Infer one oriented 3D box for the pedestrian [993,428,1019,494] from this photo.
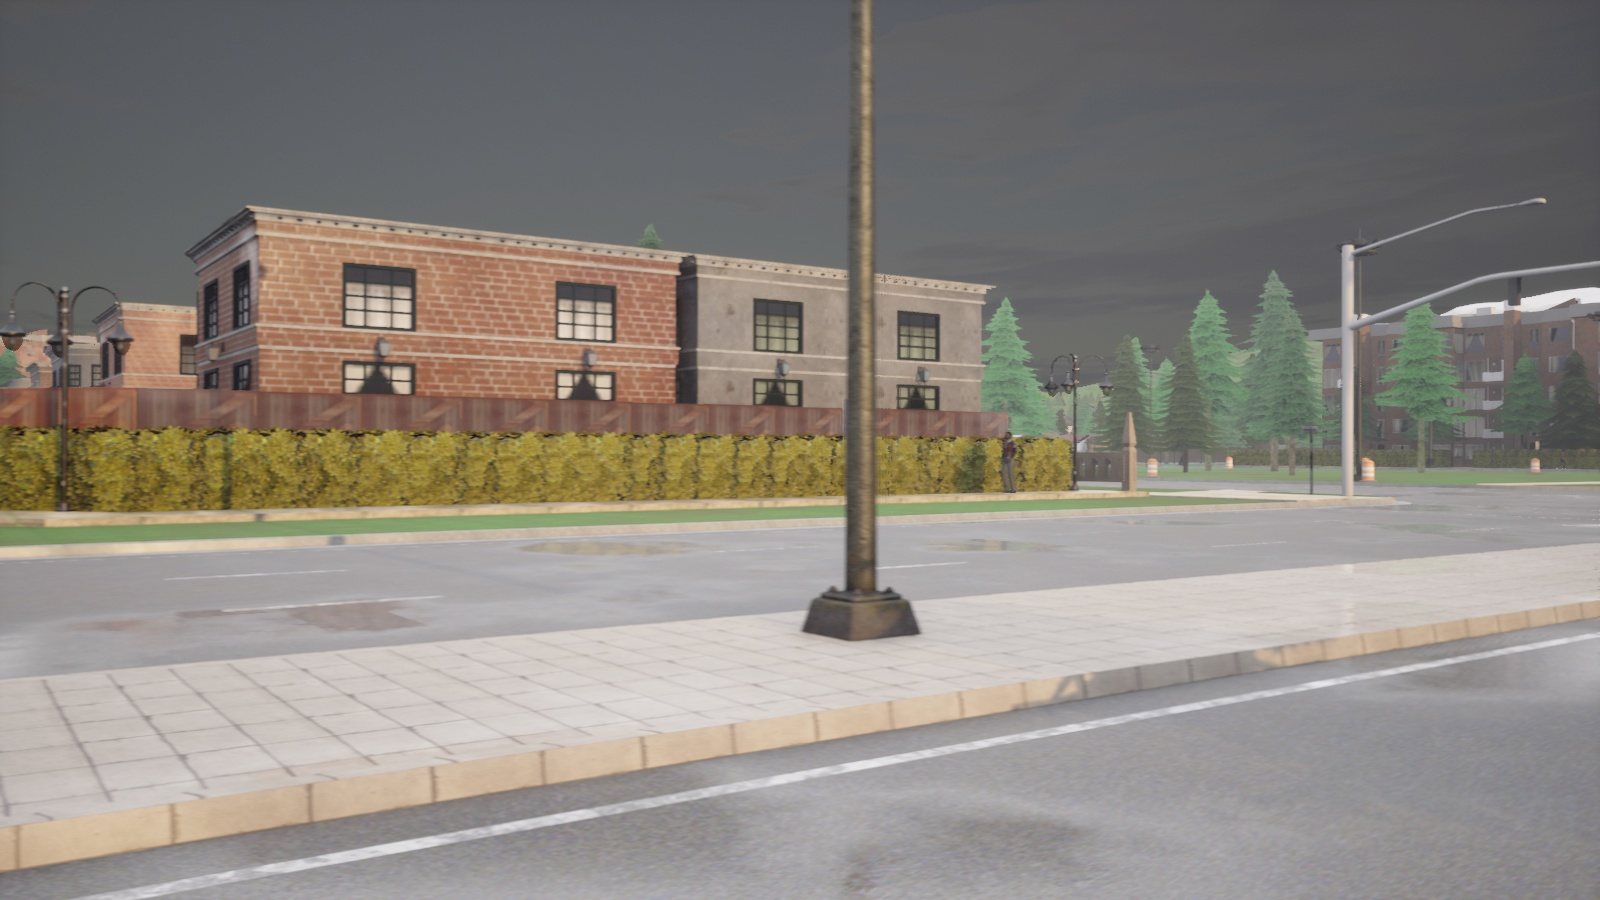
[{"bbox_3d":[6.058,0.328,36.914,0.666,1.930,0.402,0,0,-35],"label":"pedestrian"}]
